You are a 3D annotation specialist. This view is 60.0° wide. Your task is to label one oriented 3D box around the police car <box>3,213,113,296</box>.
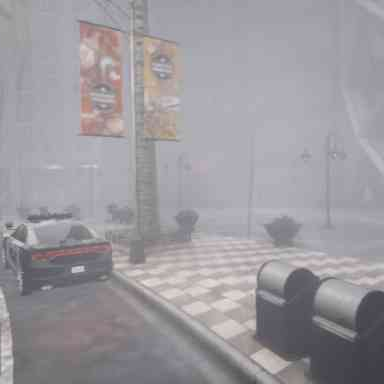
[{"bbox_3d":[-3.832,1.394,8.955,1.930,1.638,5.238,-2,1,-35],"label":"police car"}]
